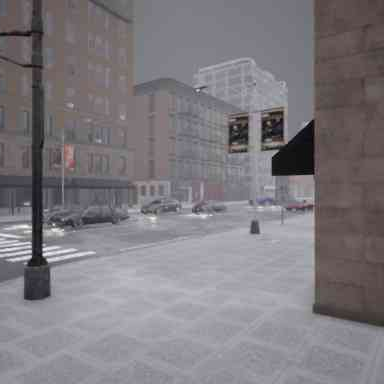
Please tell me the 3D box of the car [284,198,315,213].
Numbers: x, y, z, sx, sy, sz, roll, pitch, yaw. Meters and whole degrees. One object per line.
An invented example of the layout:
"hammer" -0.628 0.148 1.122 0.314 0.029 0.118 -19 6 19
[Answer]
"car" 11.602 1.433 35.299 1.895 1.301 4.718 0 0 35

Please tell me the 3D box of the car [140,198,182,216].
"car" -2.893 1.395 32.058 1.837 1.490 4.892 0 1 35

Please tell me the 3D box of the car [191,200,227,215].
"car" 1.736 1.439 32.967 1.994 1.385 4.181 0 0 35

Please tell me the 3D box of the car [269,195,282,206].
"car" 13.721 1.395 49.713 1.895 1.301 4.718 0 0 35

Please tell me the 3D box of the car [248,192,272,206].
"car" 10.706 1.018 51.090 2.150 2.045 5.566 0 0 36

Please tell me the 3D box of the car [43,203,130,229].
"car" -6.449 1.482 21.417 2.033 1.411 5.357 0 0 35
